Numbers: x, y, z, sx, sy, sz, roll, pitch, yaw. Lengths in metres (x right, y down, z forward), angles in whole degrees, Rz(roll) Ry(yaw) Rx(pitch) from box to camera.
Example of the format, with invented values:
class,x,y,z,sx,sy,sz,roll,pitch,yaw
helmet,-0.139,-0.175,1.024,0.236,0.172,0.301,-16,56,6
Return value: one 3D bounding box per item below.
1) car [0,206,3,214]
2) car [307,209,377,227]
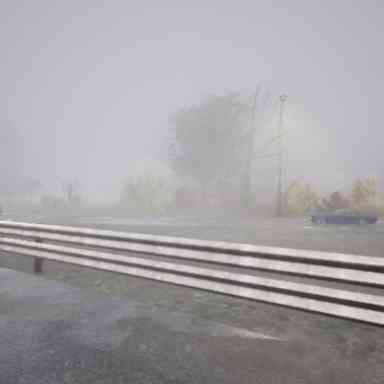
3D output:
class,x,y,z,sx,sy,sz,roll,pitch,yaw
car,-21.316,1.683,33.039,5.008,1.535,1.882,0,0,13
car,11.398,1.964,25.584,4.718,1.301,1.895,0,0,13
